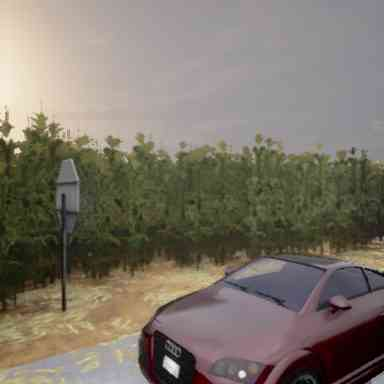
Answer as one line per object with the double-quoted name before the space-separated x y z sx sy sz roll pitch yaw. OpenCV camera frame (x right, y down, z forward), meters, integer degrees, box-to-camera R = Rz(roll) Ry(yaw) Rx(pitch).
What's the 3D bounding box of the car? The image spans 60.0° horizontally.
"car" 1.414 1.584 4.506 4.181 1.385 1.994 0 0 -35
